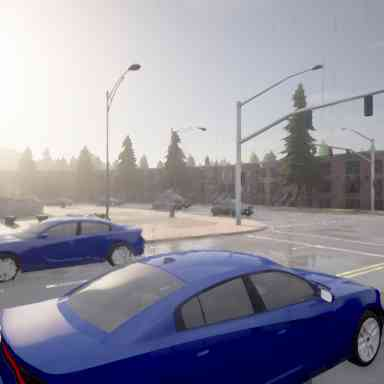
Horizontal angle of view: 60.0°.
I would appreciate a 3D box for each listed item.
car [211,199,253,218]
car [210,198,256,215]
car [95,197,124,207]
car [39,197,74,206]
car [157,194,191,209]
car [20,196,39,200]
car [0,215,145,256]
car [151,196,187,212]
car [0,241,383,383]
[{"bbox_3d":[3.640,1.564,30.635,1.994,1.385,4.181,0,0,-36],"label":"car"},{"bbox_3d":[4.307,1.478,35.629,1.882,1.535,5.008,0,0,-37],"label":"car"},{"bbox_3d":[-12.923,1.478,51.917,5.008,1.535,1.882,0,0,28],"label":"car"},{"bbox_3d":[-20.593,1.493,51.680,4.902,1.511,2.128,0,0,20],"label":"car"},{"bbox_3d":[-2.607,1.222,44.132,5.566,2.045,2.150,0,0,44],"label":"car"},{"bbox_3d":[-29.923,1.505,60.651,4.892,1.490,1.837,0,0,5],"label":"car"},{"bbox_3d":[-3.827,1.477,9.802,5.008,1.535,1.882,0,0,-35],"label":"car"},{"bbox_3d":[-2.981,1.564,39.325,1.994,1.385,4.181,0,0,-41],"label":"car"},{"bbox_3d":[0.427,1.478,4.100,5.008,1.535,1.882,0,0,-35],"label":"car"}]
